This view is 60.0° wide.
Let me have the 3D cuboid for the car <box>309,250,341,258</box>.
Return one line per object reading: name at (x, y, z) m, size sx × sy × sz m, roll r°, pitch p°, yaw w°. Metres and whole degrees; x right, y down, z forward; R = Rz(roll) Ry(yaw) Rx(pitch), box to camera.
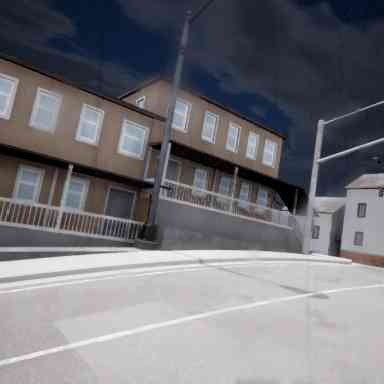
car at (11.194, 5.971, 29.776) m, size 1.837 × 1.490 × 4.892 m, roll 14°, pitch -17°, yaw -34°
